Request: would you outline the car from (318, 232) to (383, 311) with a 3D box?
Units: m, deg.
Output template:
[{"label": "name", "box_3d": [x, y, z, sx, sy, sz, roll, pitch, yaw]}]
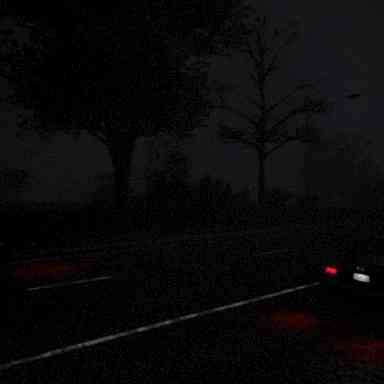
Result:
[{"label": "car", "box_3d": [5.016, 1.533, 7.202, 5.357, 1.411, 2.033, 0, 0, -34]}]

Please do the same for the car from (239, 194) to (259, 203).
[{"label": "car", "box_3d": [11.225, 1.629, 67.654, 1.994, 1.385, 4.181, 0, 0, -23]}]

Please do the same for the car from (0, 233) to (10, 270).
[{"label": "car", "box_3d": [-6.954, 1.503, 7.594, 4.892, 1.490, 1.837, 0, 0, -36]}]
